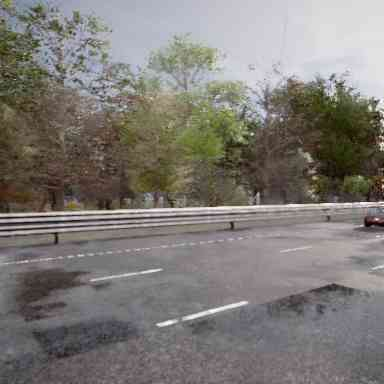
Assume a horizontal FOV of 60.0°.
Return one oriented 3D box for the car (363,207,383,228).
[{"bbox_3d":[13.019,1.640,21.636,4.181,1.385,1.994,0,0,-35],"label":"car"}]
